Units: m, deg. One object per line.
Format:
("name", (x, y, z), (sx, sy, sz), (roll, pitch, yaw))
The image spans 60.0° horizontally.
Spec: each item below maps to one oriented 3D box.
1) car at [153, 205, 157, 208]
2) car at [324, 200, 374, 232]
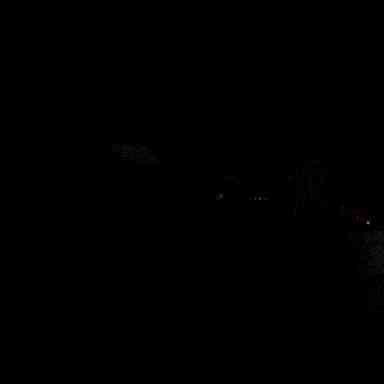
("car", (-7.120, 2.171, 50.047), (2.097, 1.767, 4.553), (3, -2, -38))
("car", (9.332, 1.584, 22.845), (2.150, 2.045, 5.566), (3, -3, -35))
